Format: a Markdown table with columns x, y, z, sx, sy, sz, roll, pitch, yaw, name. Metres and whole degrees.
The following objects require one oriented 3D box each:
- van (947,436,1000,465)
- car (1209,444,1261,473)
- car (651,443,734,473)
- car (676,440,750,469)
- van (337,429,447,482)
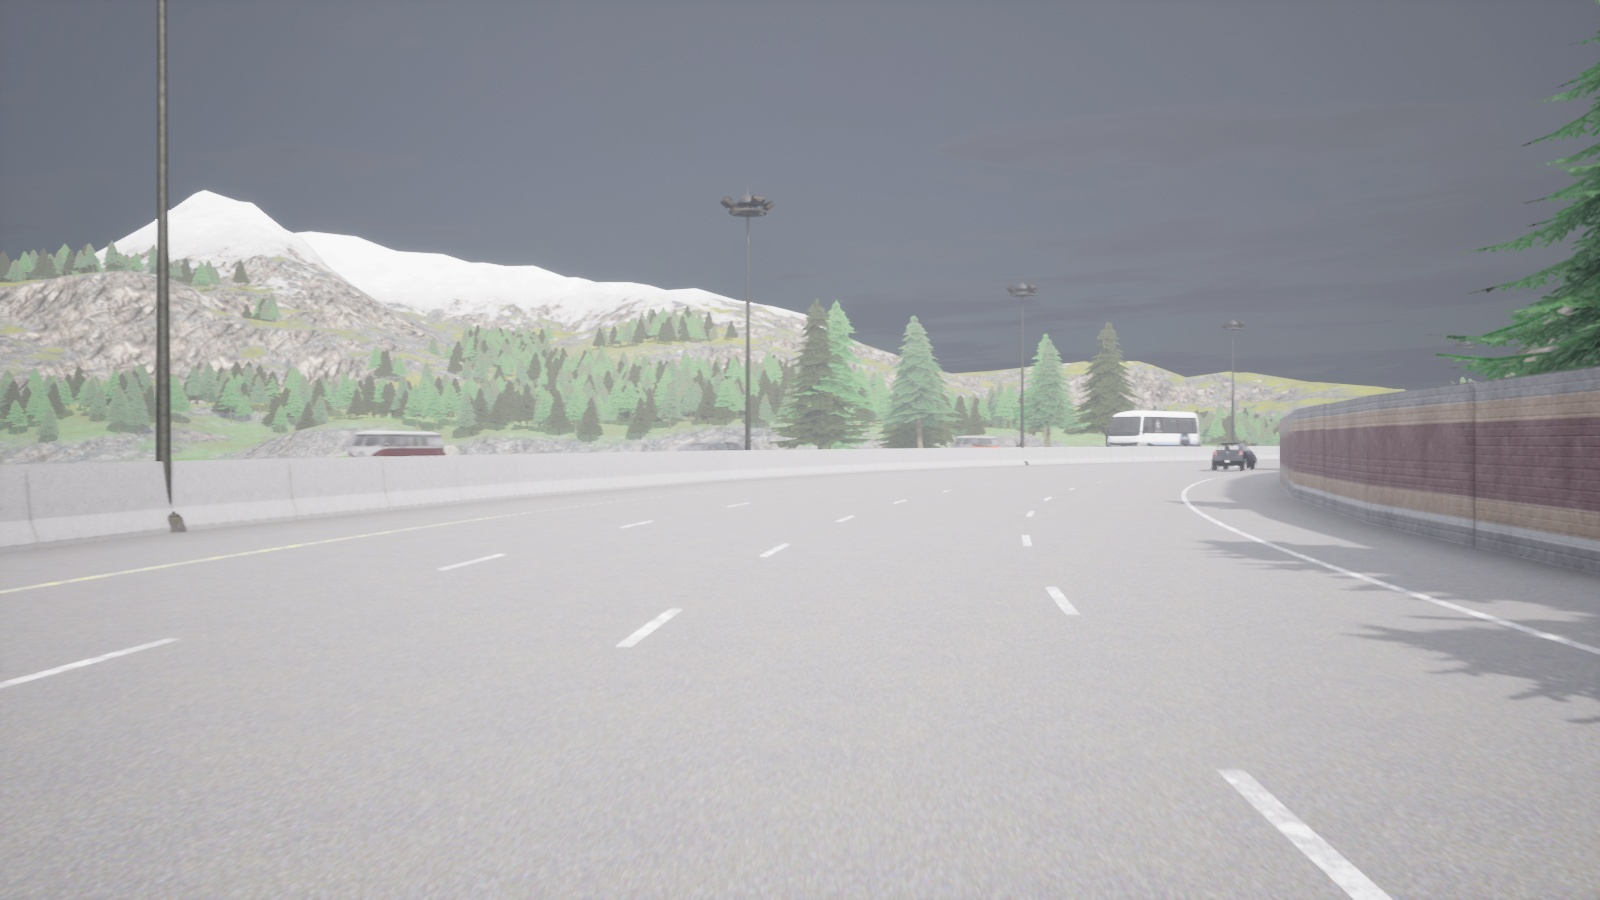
| x | y | z | sx | sy | sz | roll | pitch | yaw | name |
| --- | --- | --- | --- | --- | --- | --- | --- | --- | --- |
| 12.236 | 0.015 | 88.190 | 1.775 | 1.987 | 4.442 | 0 | 0 | 37 | van |
| 23.267 | 0.409 | 67.092 | 1.845 | 1.501 | 3.633 | 0 | 0 | 32 | car |
| -5.529 | 0.371 | 65.491 | 2.163 | 1.488 | 4.792 | 0 | 0 | 26 | car |
| -5.094 | 0.254 | 73.993 | 2.033 | 1.649 | 4.856 | 0 | 0 | 29 | car |
| -15.933 | 0.203 | 49.317 | 1.775 | 1.987 | 4.442 | 0 | 0 | 19 | van |
